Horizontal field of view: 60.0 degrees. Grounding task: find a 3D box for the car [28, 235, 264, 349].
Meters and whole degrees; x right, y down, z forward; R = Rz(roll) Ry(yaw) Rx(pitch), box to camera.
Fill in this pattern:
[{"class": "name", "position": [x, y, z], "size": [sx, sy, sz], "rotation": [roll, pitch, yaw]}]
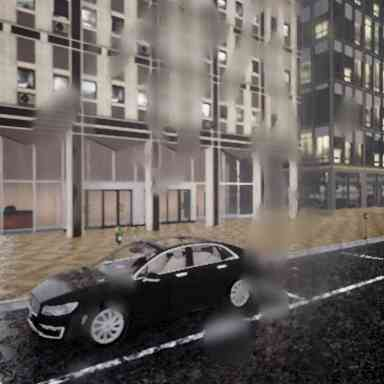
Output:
[{"class": "car", "position": [-0.582, 1.540, 6.146], "size": [4.403, 1.369, 2.008], "rotation": [0, 0, -35]}]
